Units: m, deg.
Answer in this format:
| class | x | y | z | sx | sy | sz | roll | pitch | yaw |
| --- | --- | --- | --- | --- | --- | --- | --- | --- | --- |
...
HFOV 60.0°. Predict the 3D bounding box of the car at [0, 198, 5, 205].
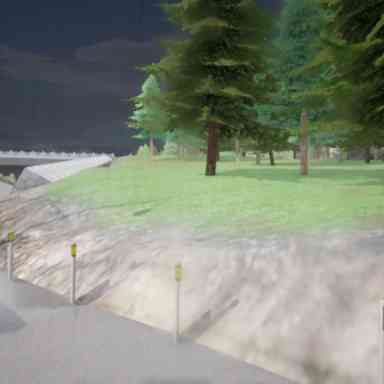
| class | x | y | z | sx | sy | sz | roll | pitch | yaw |
| --- | --- | --- | --- | --- | --- | --- | --- | --- | --- |
| car | -37.017 | 1.735 | 63.198 | 1.882 | 1.535 | 5.008 | 0 | 0 | -12 |
